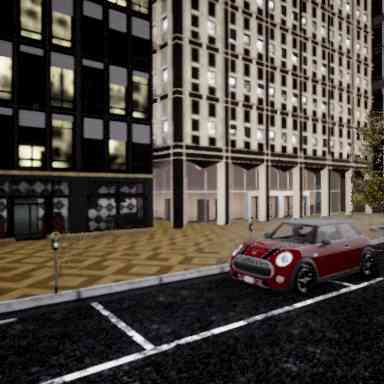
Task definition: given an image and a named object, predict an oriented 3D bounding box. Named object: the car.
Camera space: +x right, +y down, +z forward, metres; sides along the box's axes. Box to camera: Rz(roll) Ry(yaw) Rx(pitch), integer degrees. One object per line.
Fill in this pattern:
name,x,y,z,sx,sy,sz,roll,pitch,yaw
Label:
car,2.909,1.446,8.658,4.097,1.590,1.967,0,0,-36
